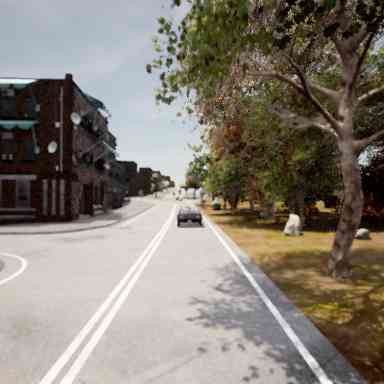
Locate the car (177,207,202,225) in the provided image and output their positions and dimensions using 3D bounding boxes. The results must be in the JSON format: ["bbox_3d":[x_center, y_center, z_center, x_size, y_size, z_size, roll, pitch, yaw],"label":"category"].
[{"bbox_3d":[-0.216,1.849,26.293,1.895,1.301,4.718,0,0,-1],"label":"car"}]
